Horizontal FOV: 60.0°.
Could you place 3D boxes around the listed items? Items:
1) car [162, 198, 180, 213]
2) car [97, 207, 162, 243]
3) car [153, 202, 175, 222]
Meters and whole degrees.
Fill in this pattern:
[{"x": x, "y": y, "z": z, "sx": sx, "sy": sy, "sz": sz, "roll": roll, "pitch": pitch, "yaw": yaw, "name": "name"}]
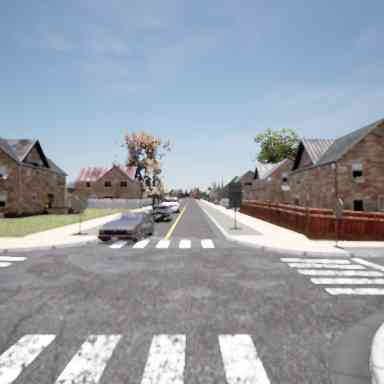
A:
[{"x": -2.851, "y": 1.830, "z": 45.751, "sx": 2.150, "sy": 2.045, "sz": 5.566, "roll": 0, "pitch": -1, "yaw": 1, "name": "car"}, {"x": -3.293, "y": 1.789, "z": 17.961, "sx": 2.033, "sy": 1.411, "sz": 5.357, "roll": 0, "pitch": -1, "yaw": 6, "name": "car"}, {"x": -2.856, "y": 1.914, "z": 30.592, "sx": 1.837, "sy": 1.490, "sz": 4.892, "roll": 0, "pitch": -1, "yaw": 0, "name": "car"}]
